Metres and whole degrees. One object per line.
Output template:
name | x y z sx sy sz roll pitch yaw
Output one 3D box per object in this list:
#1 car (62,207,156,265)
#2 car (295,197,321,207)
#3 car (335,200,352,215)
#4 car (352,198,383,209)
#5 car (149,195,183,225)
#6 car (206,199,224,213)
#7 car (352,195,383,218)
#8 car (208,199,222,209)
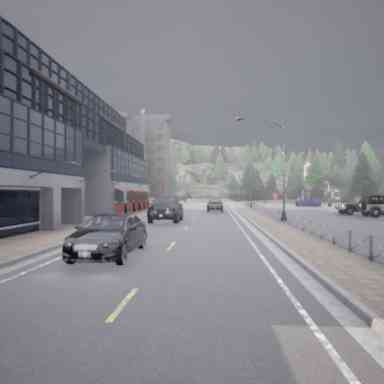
car | -2.881 1.523 11.896 2.128 1.511 4.902 0 0 4
car | 17.249 1.525 49.356 3.633 1.501 1.845 0 0 4
car | 15.825 1.199 30.827 4.605 1.855 1.932 0 0 4
car | 24.445 1.528 45.869 3.806 1.475 1.970 0 0 4
car | -1.927 1.291 25.438 2.150 2.045 5.566 0 0 4
car | 2.739 1.597 39.406 2.128 1.511 4.902 0 0 4
car | 16.035 1.171 27.900 3.866 1.878 1.905 0 0 4
car | 3.452 1.734 49.699 1.895 1.301 4.718 0 0 4
